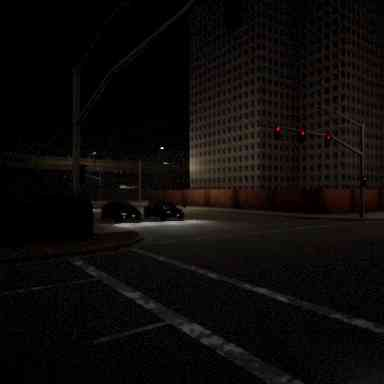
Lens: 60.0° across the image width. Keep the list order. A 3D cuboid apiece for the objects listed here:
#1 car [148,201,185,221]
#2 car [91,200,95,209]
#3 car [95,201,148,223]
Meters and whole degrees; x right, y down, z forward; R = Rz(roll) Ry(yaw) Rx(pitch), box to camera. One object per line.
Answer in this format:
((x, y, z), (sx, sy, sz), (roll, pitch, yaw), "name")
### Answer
((-2.447, 1.516, 27.636), (1.812, 1.442, 4.674), (0, 0, -36), "car")
((-14.562, 1.467, 44.942), (1.882, 1.535, 5.008), (0, 0, -35), "car")
((-5.617, 1.497, 26.024), (1.837, 1.490, 4.892), (0, 0, -35), "car")
